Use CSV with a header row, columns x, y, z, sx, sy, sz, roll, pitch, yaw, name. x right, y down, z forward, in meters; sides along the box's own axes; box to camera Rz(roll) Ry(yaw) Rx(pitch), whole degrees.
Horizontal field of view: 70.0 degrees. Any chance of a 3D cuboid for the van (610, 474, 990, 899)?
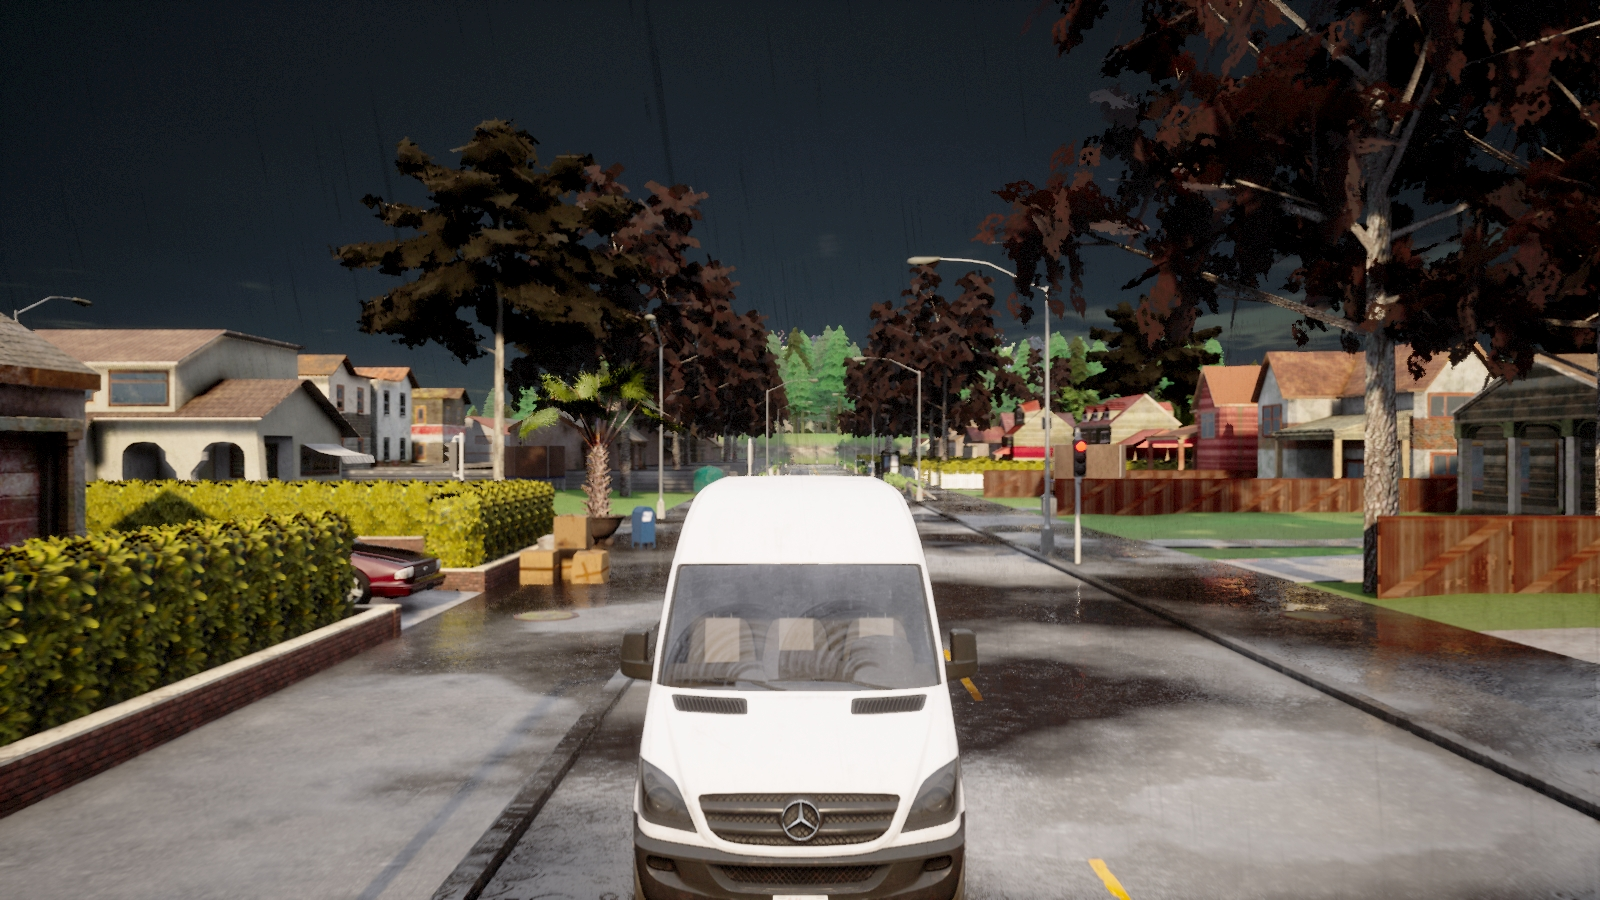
x,y,z,sx,sy,sz,roll,pitch,yaw,name
0.002,1.534,8.938,1.988,2.561,5.915,0,0,0,van
